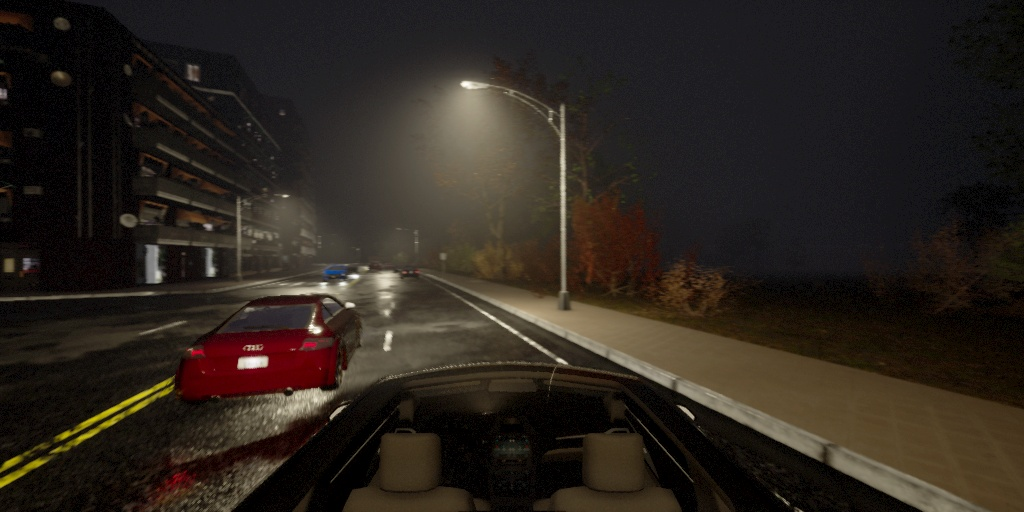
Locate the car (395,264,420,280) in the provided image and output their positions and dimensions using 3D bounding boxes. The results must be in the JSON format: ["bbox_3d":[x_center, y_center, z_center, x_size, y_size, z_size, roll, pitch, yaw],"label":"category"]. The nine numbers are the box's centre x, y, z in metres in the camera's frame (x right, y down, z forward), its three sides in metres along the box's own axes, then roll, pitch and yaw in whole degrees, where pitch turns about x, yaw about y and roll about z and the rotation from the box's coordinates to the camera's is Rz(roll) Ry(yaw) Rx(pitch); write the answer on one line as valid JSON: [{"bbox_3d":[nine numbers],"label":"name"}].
[{"bbox_3d":[-10.713,1.666,37.358,2.033,1.411,5.357,0,0,-20],"label":"car"}]

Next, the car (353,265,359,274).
[{"bbox_3d":[-22.954,1.921,51.316,1.895,1.301,4.718,0,0,-20],"label":"car"}]

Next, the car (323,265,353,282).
[{"bbox_3d":[-16.751,1.620,34.372,1.882,1.535,5.008,0,0,-19],"label":"car"}]

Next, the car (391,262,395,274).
[{"bbox_3d":[-15.999,1.868,51.548,1.895,1.301,4.718,0,0,-20],"label":"car"}]

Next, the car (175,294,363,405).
[{"bbox_3d":[-3.977,1.385,6.619,1.994,1.385,4.181,0,0,-17],"label":"car"}]
